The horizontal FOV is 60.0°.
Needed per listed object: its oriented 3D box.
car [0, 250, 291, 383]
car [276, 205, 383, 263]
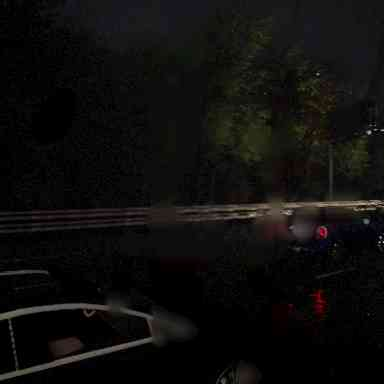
[{"bbox_3d":[-1.316,1.478,2.919,4.902,1.511,2.128,0,0,-37],"label":"car"},{"bbox_3d":[5.189,1.326,12.137,4.553,1.767,2.097,0,0,-37],"label":"car"}]
